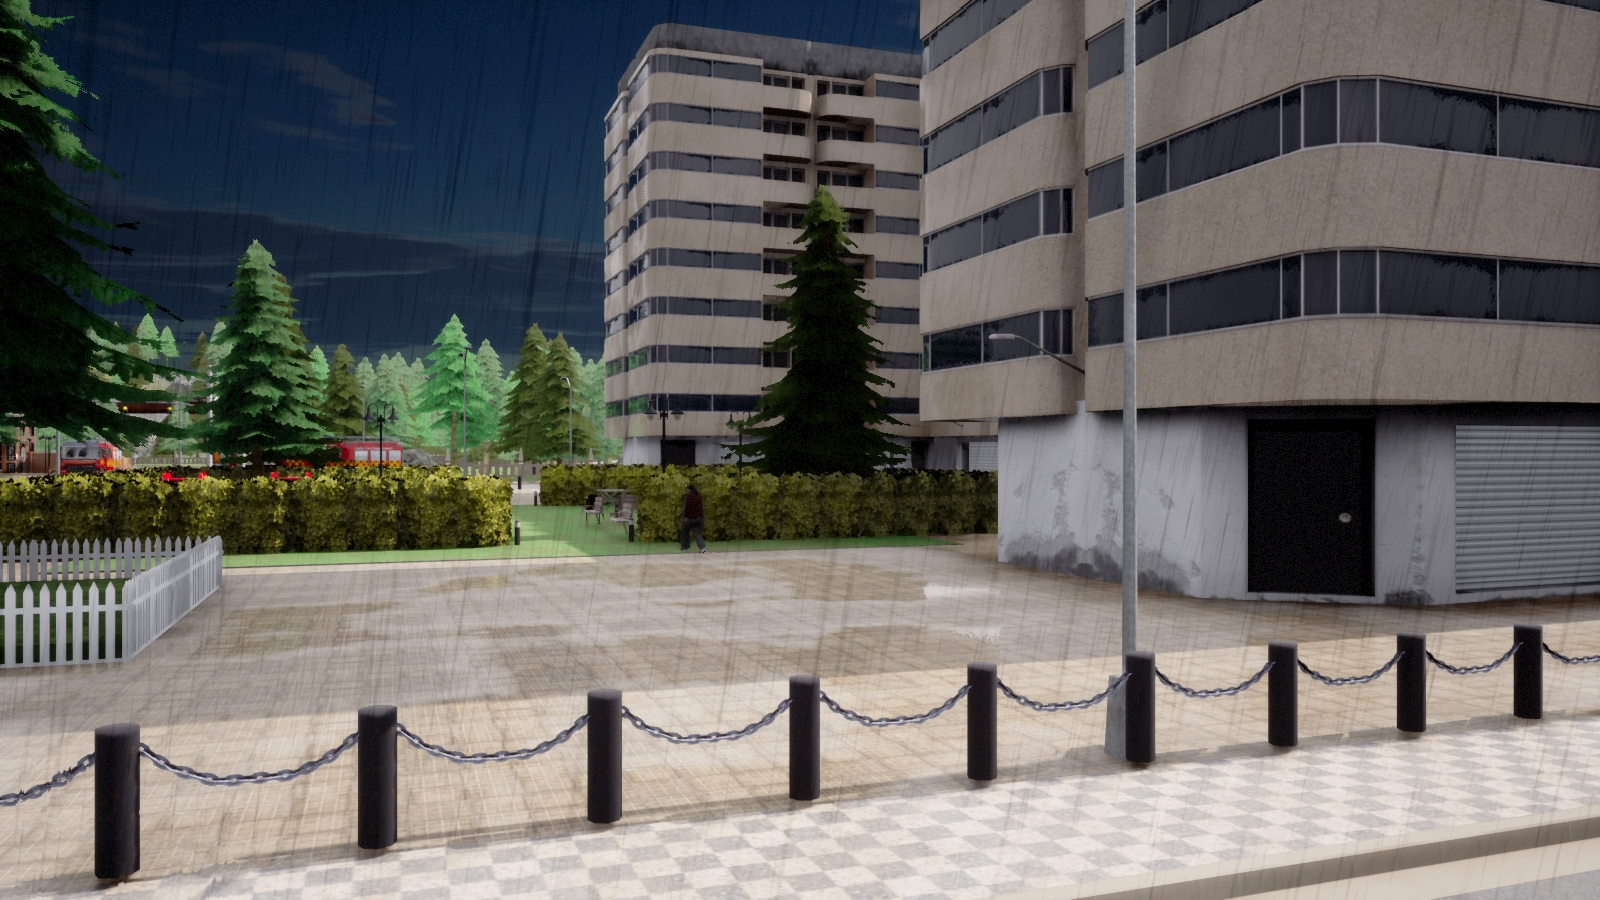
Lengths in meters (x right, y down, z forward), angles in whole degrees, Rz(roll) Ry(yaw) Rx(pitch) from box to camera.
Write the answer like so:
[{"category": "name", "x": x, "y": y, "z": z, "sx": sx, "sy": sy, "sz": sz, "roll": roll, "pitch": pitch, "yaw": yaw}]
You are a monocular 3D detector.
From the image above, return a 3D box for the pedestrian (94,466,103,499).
[{"category": "pedestrian", "x": -40.010, "y": 1.848, "z": 65.167, "sx": 0.375, "sy": 1.860, "sz": 0.375, "roll": 0, "pitch": 0, "yaw": -27}]

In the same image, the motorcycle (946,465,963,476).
[{"category": "motorcycle", "x": 16.084, "y": 2.131, "z": 119.009, "sx": 0.803, "sy": 1.199, "sz": 2.033, "roll": 0, "pitch": 0, "yaw": -20}]

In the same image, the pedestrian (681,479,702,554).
[{"category": "pedestrian", "x": -2.743, "y": 1.677, "z": 28.992, "sx": 0.375, "sy": 1.860, "sz": 0.375, "roll": 0, "pitch": 0, "yaw": -43}]
